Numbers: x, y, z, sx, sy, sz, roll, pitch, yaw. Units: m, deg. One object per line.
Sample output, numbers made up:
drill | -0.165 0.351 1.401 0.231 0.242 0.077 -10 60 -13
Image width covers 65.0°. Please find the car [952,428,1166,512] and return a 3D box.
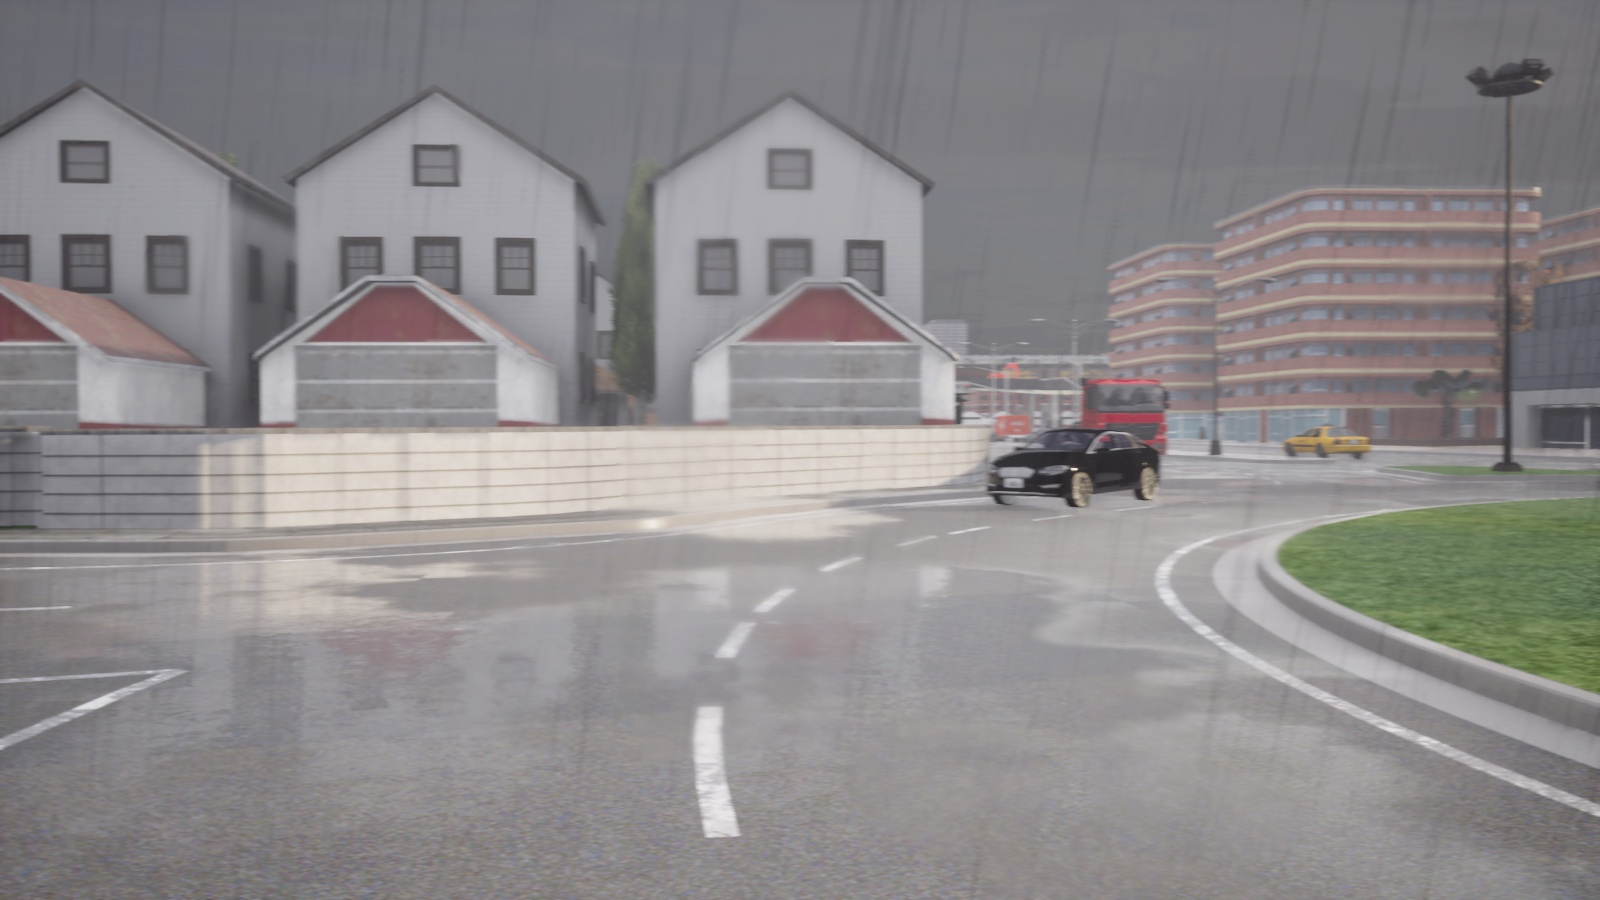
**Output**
car | 5.308 0.319 25.252 2.128 1.511 4.902 1 1 40

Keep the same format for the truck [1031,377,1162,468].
truck | 12.021 -1.103 51.776 2.891 3.462 7.936 0 1 -5

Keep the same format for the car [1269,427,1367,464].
car | 23.157 -0.239 56.417 1.801 1.575 5.366 0 1 -5
